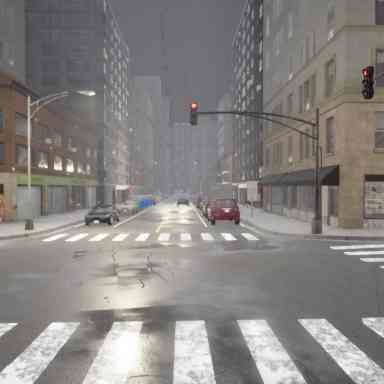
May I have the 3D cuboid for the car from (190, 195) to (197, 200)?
[{"bbox_3d":[0.389,1.524,91.098,2.008,1.369,4.403,-1,0,-2],"label":"car"}]

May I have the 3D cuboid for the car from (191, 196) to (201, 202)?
[{"bbox_3d":[0.846,1.538,74.347,2.008,1.369,4.403,-1,0,-2],"label":"car"}]

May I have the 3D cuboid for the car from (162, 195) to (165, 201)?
[{"bbox_3d":[-7.689,1.427,74.111,1.967,1.590,4.097,-1,0,-2],"label":"car"}]

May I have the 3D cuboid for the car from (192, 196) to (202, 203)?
[{"bbox_3d":[0.999,1.556,68.763,1.947,1.339,4.313,-1,0,-2],"label":"car"}]

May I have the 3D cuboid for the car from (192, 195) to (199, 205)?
[{"bbox_3d":[1.605,1.316,46.428,2.192,1.841,5.009,-1,0,-2],"label":"car"}]

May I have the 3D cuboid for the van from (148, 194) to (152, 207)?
[{"bbox_3d":[-6.922,1.342,46.194,1.690,1.788,3.998,-1,0,-2],"label":"van"}]

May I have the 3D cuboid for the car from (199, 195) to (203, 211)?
[{"bbox_3d":[2.063,1.318,29.677,2.192,1.841,5.009,-1,0,-2],"label":"car"}]

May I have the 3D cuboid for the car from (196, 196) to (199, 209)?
[{"bbox_3d":[1.756,1.527,41.014,1.752,1.417,4.829,-1,0,-2],"label":"car"}]

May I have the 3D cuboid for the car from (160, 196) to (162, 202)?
[{"bbox_3d":[-7.382,1.433,62.945,1.967,1.590,4.097,-1,0,-2],"label":"car"}]

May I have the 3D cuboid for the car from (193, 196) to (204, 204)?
[{"bbox_3d":[1.151,1.559,63.179,1.947,1.339,4.313,-1,0,-2],"label":"car"}]

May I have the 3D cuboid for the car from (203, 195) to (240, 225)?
[{"bbox_3d":[2.215,1.318,24.092,2.192,1.841,5.009,-1,0,-2],"label":"car"}]

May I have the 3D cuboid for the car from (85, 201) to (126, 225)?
[{"bbox_3d":[-6.305,1.569,23.859,1.947,1.339,4.313,-1,0,-2],"label":"car"}]

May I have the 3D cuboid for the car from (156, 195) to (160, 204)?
[{"bbox_3d":[-7.230,1.311,57.361,2.192,1.841,5.009,-1,0,-2],"label":"car"}]

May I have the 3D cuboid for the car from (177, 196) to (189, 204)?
[{"bbox_3d":[-1.727,1.540,63.856,2.033,1.411,5.357,0,0,-2],"label":"car"}]

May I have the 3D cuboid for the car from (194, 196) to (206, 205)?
[{"bbox_3d":[1.298,1.521,57.766,1.752,1.417,4.829,-1,0,-2],"label":"car"}]

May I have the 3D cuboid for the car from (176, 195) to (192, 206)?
[{"bbox_3d":[-1.440,1.503,53.438,1.837,1.490,4.892,0,0,-2],"label":"car"}]

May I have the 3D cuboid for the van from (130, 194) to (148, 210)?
[{"bbox_3d":[-6.768,1.343,40.609,1.690,1.788,3.998,-1,0,-2],"label":"van"}]

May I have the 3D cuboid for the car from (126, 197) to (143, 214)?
[{"bbox_3d":[-6.608,1.528,34.856,1.752,1.417,4.829,-1,0,-2],"label":"car"}]

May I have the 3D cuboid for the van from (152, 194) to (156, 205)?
[{"bbox_3d":[-7.076,1.340,51.777,1.690,1.788,3.998,-1,0,-2],"label":"van"}]
